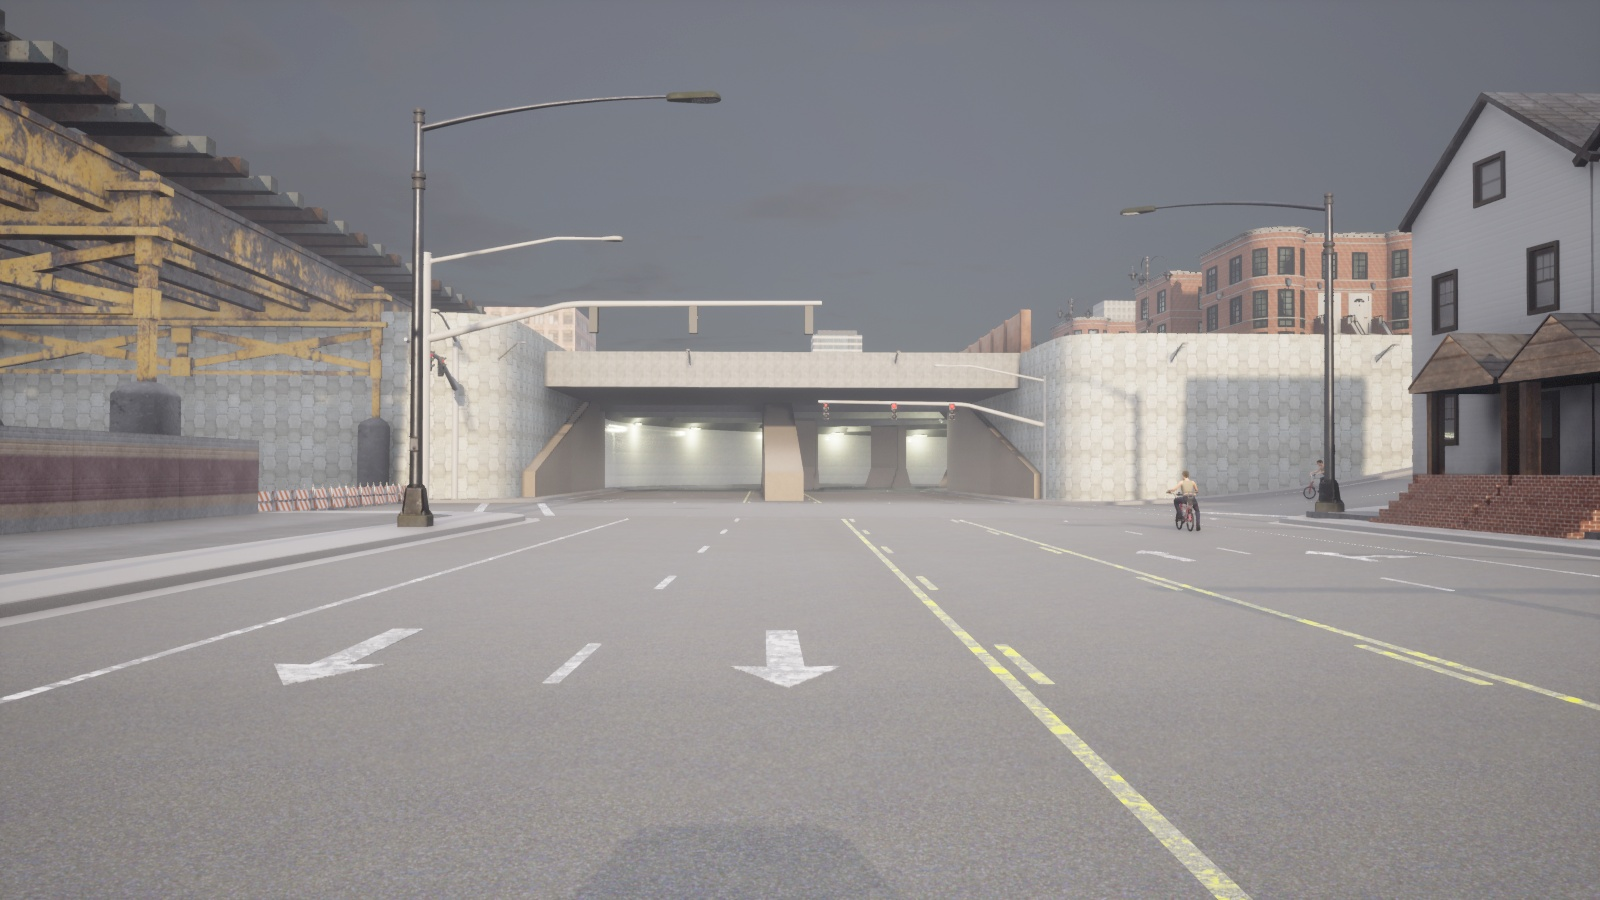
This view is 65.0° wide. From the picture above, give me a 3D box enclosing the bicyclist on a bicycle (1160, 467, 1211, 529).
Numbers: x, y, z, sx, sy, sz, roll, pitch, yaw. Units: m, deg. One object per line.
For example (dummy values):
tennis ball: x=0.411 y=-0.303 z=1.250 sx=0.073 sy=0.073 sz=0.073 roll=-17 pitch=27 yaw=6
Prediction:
bicyclist on a bicycle: x=10.309 y=1.273 z=33.622 sx=0.866 sy=1.612 sz=1.509 roll=0 pitch=-1 yaw=0
